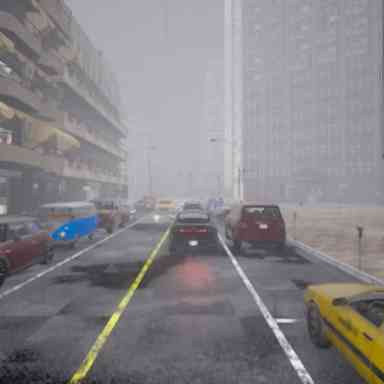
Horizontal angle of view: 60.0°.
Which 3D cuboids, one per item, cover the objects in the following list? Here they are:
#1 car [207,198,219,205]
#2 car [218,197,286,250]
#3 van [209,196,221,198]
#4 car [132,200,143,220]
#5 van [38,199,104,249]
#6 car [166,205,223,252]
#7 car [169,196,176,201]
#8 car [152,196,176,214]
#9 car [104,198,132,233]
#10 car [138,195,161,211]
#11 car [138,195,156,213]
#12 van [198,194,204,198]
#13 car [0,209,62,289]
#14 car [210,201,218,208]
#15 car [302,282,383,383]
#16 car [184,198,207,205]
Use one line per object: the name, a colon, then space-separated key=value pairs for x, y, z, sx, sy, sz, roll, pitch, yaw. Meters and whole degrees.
car: x=2.564 y=1.550 z=31.117 sx=1.752 sy=1.417 sz=4.829 roll=0 pitch=0 yaw=0
car: x=2.569 y=1.324 z=14.339 sx=2.192 sy=1.841 sz=5.009 roll=0 pitch=0 yaw=0
van: x=2.564 y=1.374 z=36.481 sx=1.690 sy=1.788 sz=3.998 roll=0 pitch=0 yaw=0
car: x=-5.315 y=1.569 z=25.403 sx=2.008 sy=1.369 sz=4.403 roll=0 pitch=0 yaw=0
van: x=-5.311 y=1.350 z=14.330 sx=1.690 sy=1.788 sz=3.998 roll=0 pitch=0 yaw=0
car: x=0.067 y=1.514 z=13.979 sx=1.837 sy=1.490 sz=4.892 roll=0 pitch=0 yaw=0
car: x=-5.329 y=1.705 z=90.841 sx=1.752 sy=1.417 sz=4.829 roll=0 pitch=0 yaw=0
car: x=-2.835 y=1.510 z=35.863 sx=1.882 sy=1.535 sz=5.008 roll=0 pitch=0 yaw=0
car: x=-5.312 y=1.328 z=19.866 sx=2.192 sy=1.841 sz=5.009 roll=0 pitch=0 yaw=0
car: x=-5.317 y=1.358 z=42.010 sx=2.192 sy=1.841 sz=5.009 roll=0 pitch=0 yaw=0
car: x=-5.316 y=1.474 z=36.474 sx=1.967 sy=1.590 sz=4.097 roll=0 pitch=0 yaw=0
van: x=2.552 y=1.521 z=91.013 sx=1.690 sy=1.788 sz=3.998 roll=0 pitch=0 yaw=0
car: x=-5.311 y=1.445 z=8.794 sx=1.967 sy=1.590 sz=4.097 roll=0 pitch=0 yaw=0
car: x=2.565 y=1.600 z=25.411 sx=1.802 sy=1.307 sz=4.206 roll=0 pitch=0 yaw=0
car: x=2.570 y=1.527 z=3.437 sx=1.752 sy=1.417 sz=4.829 roll=0 pitch=0 yaw=0
car: x=0.065 y=1.527 z=28.866 sx=1.837 sy=1.490 sz=4.892 roll=0 pitch=0 yaw=0
